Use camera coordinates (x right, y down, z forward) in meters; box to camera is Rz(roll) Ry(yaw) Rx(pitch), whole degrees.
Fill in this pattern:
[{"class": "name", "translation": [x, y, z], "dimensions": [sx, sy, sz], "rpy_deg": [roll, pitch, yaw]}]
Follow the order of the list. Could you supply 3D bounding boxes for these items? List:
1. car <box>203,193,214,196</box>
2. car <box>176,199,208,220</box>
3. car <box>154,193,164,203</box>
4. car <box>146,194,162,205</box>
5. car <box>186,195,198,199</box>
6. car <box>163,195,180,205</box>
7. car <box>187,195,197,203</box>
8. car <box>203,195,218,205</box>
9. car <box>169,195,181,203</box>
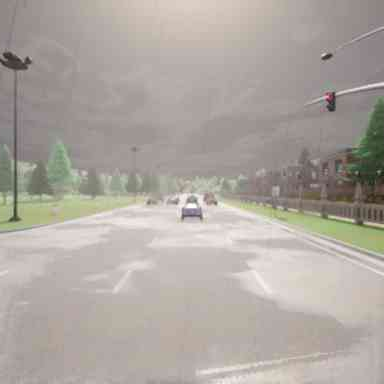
[{"class": "car", "translation": [3.502, 1.125, 69.354], "dimensions": [2.150, 2.045, 5.566], "rpy_deg": [0, 0, 0]}, {"class": "car", "translation": [0.001, 1.575, 28.290], "dimensions": [2.033, 1.411, 5.357], "rpy_deg": [0, 0, 0]}, {"class": "car", "translation": [-6.998, 1.125, 69.354], "dimensions": [2.150, 2.045, 5.566], "rpy_deg": [0, 0, 0]}, {"class": "car", "translation": [-6.998, 1.583, 59.320], "dimensions": [1.812, 1.442, 4.674], "rpy_deg": [0, 0, 0]}, {"class": "car", "translation": [0.002, 1.410, 59.290], "dimensions": [2.097, 1.767, 4.553], "rpy_deg": [0, 0, 0]}, {"class": "car", "translation": [-3.498, 1.622, 59.320], "dimensions": [1.994, 1.385, 4.181], "rpy_deg": [0, 0, 0]}, {"class": "car", "translation": [0.002, 1.400, 69.324], "dimensions": [1.837, 1.490, 4.892], "rpy_deg": [0, 0, 0]}, {"class": "car", "translation": [3.502, 1.658, 59.350], "dimensions": [1.895, 1.301, 4.718], "rpy_deg": [0, 0, 0]}, {"class": "car", "translation": [-3.498, 1.440, 69.324], "dimensions": [2.033, 1.411, 5.357], "rpy_deg": [0, 0, 0]}]
